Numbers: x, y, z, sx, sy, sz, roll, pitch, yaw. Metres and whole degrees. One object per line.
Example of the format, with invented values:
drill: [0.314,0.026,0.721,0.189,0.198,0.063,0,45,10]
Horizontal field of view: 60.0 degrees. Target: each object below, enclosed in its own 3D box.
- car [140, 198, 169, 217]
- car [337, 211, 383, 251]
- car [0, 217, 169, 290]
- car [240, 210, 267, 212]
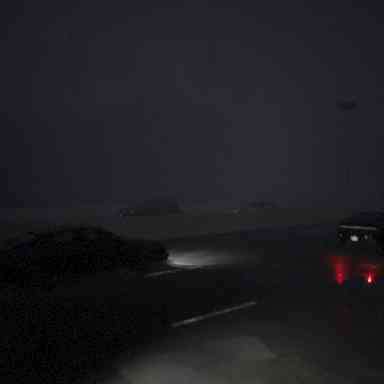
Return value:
car: [-3.490,1.534,27.876,5.566,2.045,2.150,0,-1,-40]
car: [8.098,1.585,14.367,4.902,1.511,2.128,0,-1,-40]
car: [-3.304,1.672,9.533,5.357,1.411,2.033,0,-1,-38]
car: [6.402,1.635,31.937,4.553,1.767,2.097,0,-1,-43]
